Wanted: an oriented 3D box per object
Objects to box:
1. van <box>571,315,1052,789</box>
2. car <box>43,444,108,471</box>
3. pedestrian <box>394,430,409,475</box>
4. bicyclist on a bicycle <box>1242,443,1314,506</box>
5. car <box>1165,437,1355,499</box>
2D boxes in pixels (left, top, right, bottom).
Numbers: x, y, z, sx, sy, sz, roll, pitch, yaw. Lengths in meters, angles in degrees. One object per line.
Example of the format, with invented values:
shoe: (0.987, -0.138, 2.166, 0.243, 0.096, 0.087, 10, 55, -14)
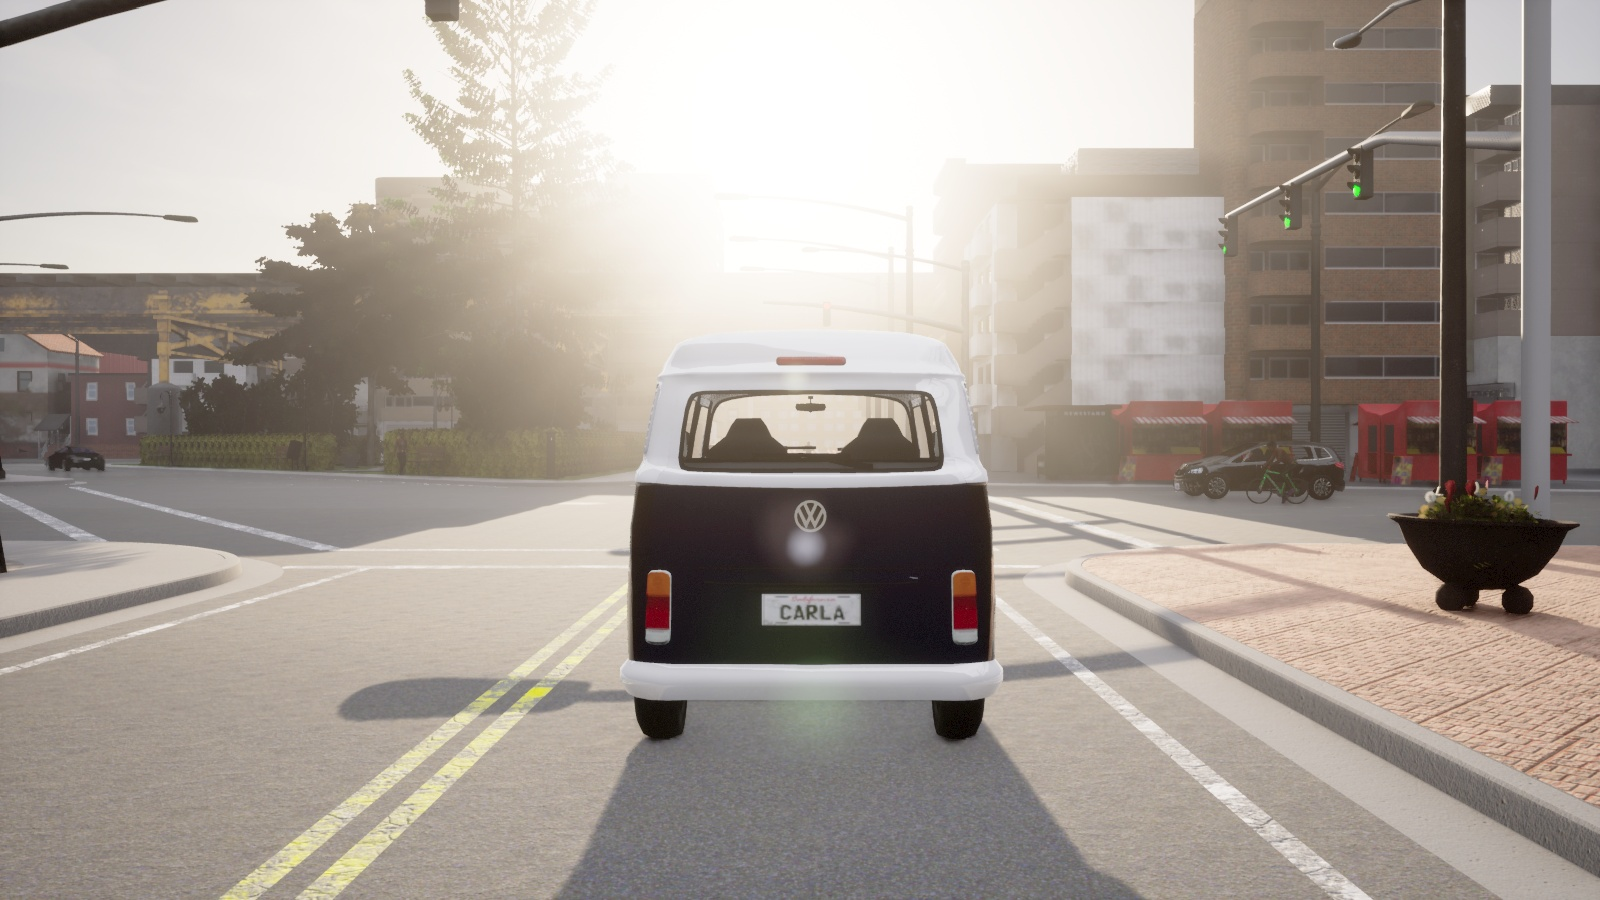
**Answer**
van: (0.066, 0.427, 7.651, 2.069, 2.038, 4.480, 0, 0, 0)
car: (-39.536, 0.392, 68.489, 4.181, 1.385, 1.994, 0, 0, 45)
pedestrian: (-16.118, 0.096, 50.780, 0.328, 1.805, 0.869, 0, 0, -36)
bicyclist on a bicycle: (12.392, 0.626, 32.583, 1.656, 1.620, 0.582, 0, 0, 0)
car: (13.121, 0.503, 36.080, 4.611, 1.667, 2.242, 1, 0, 0)
